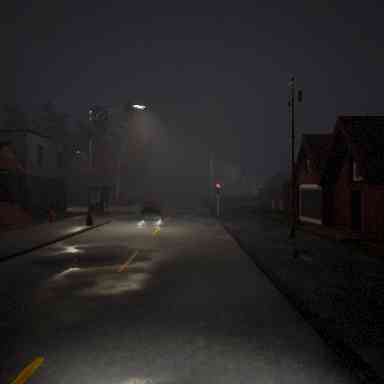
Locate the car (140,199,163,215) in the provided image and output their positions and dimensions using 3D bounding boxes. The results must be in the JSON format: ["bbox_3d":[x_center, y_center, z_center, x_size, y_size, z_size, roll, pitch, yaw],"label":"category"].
[{"bbox_3d":[-4.000,1.481,33.650,1.882,1.535,5.008,0,0,0],"label":"car"}]
